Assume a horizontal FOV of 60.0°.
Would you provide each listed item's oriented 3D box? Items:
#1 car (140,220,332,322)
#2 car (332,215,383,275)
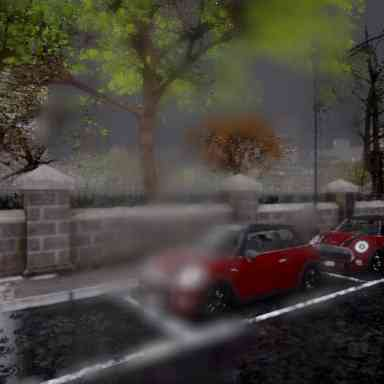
[{"bbox_3d":[0.913,1.458,7.211,4.097,1.590,1.967,0,0,-35],"label":"car"},{"bbox_3d":[5.495,1.480,10.478,4.097,1.590,1.967,0,0,-35],"label":"car"}]
